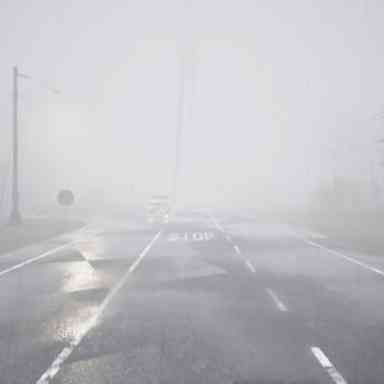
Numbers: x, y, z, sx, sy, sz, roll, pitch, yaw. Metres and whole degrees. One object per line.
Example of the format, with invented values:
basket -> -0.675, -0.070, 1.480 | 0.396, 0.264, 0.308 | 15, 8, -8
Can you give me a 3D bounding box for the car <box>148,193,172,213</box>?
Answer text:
car -> -3.429, 1.182, 36.165 | 2.150, 2.045, 5.566 | 0, 0, 0
